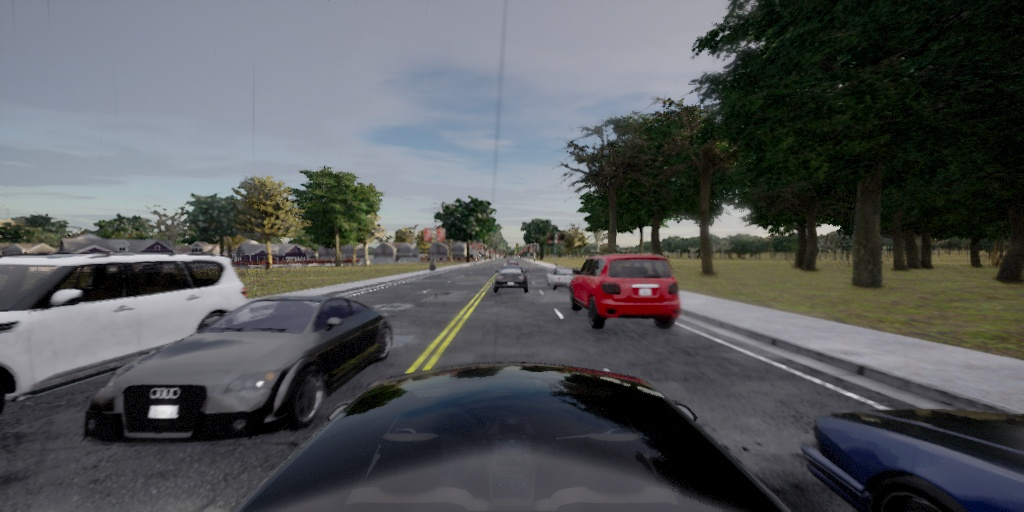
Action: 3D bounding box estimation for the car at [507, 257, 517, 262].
[{"bbox_3d":[0.097,1.277,54.762,1.812,1.442,4.674,0,0,0],"label":"car"}]

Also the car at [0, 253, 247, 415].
[{"bbox_3d":[-6.601,0.972,5.251,2.150,2.045,5.566,0,0,0],"label":"car"}]

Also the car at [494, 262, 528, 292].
[{"bbox_3d":[-0.047,1.278,21.063,1.812,1.442,4.674,0,0,0],"label":"car"}]

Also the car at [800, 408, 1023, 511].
[{"bbox_3d":[3.249,1.297,0.387,2.033,1.411,5.357,0,0,0],"label":"car"}]

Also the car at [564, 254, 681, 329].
[{"bbox_3d":[3.249,0.972,11.419,2.150,2.045,5.566,0,0,0],"label":"car"}]

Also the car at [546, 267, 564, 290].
[{"bbox_3d":[3.249,1.353,22.420,1.895,1.301,4.718,0,0,0],"label":"car"}]

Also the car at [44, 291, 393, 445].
[{"bbox_3d":[-3.352,1.314,5.441,1.994,1.385,4.181,0,0,0],"label":"car"}]
